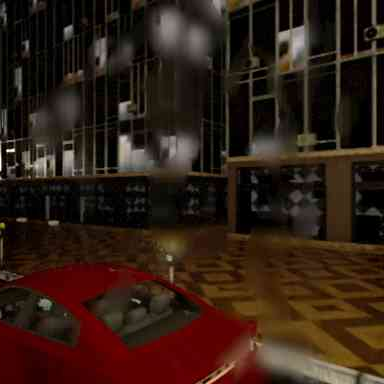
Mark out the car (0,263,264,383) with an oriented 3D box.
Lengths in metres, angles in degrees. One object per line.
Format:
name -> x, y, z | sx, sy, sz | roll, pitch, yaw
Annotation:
car -> -1.426, 1.541, 3.895 | 4.507, 1.381, 1.887 | 0, 0, 36
